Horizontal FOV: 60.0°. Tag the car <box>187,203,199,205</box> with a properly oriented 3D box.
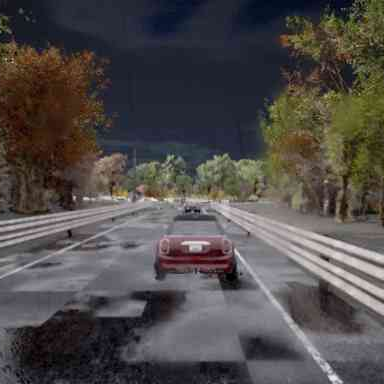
[{"bbox_3d":[0.091,2.015,42.057,1.895,1.301,4.718,0,-1,0],"label":"car"}]

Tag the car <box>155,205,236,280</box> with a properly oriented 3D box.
[{"bbox_3d":[0.092,1.456,10.466,2.097,1.767,4.553,0,-1,0],"label":"car"}]
